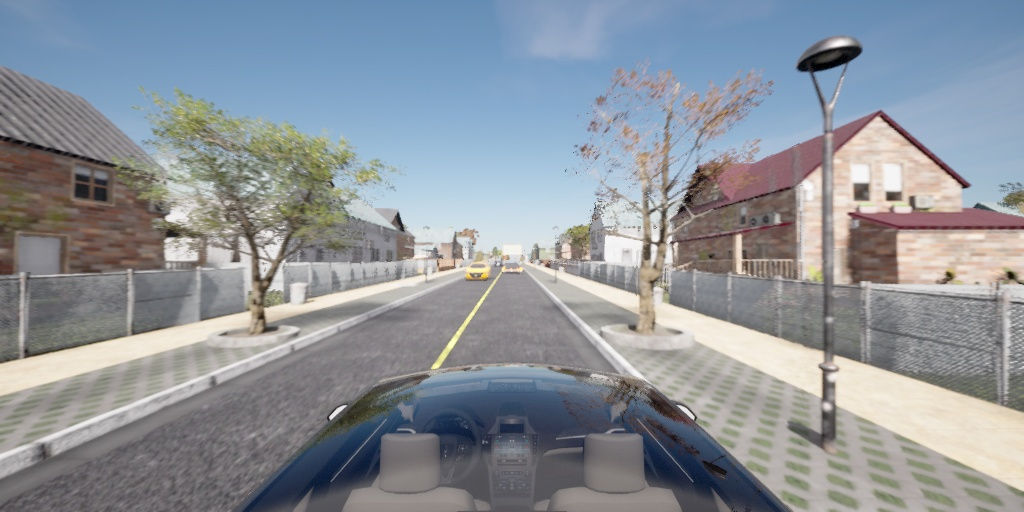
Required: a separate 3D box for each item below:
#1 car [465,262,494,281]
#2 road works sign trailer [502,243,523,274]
[{"bbox_3d":[-2.838,1.284,30.784,1.882,1.535,5.008,0,0,0],"label":"car"},{"bbox_3d":[0.018,0.308,41.328,2.380,3.560,2.880,0,0,0],"label":"road works sign trailer"}]
